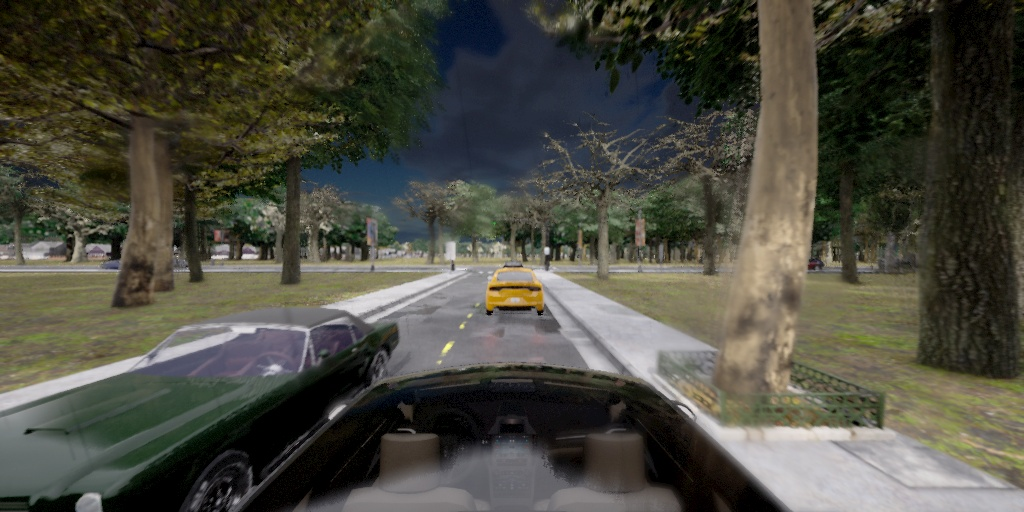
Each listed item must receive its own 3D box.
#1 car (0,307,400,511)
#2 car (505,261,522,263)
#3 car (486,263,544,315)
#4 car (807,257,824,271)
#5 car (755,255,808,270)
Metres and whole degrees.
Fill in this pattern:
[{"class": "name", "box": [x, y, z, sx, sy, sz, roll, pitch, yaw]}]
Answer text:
[{"class": "car", "box": [-2.851, 1.341, 3.949, 1.895, 1.301, 4.718, 0, 0, 0]}, {"class": "car", "box": [0.098, 1.130, 29.168, 2.128, 1.511, 4.902, 0, 0, 0]}, {"class": "car", "box": [0.098, 1.177, 13.351, 1.882, 1.535, 5.008, 0, 0, 0]}, {"class": "car", "box": [36.537, 1.004, 45.524, 4.553, 1.767, 2.097, 0, 0, 0]}, {"class": "car", "box": [36.594, 0.877, 48.774, 5.566, 2.045, 2.150, 0, 0, 0]}]
